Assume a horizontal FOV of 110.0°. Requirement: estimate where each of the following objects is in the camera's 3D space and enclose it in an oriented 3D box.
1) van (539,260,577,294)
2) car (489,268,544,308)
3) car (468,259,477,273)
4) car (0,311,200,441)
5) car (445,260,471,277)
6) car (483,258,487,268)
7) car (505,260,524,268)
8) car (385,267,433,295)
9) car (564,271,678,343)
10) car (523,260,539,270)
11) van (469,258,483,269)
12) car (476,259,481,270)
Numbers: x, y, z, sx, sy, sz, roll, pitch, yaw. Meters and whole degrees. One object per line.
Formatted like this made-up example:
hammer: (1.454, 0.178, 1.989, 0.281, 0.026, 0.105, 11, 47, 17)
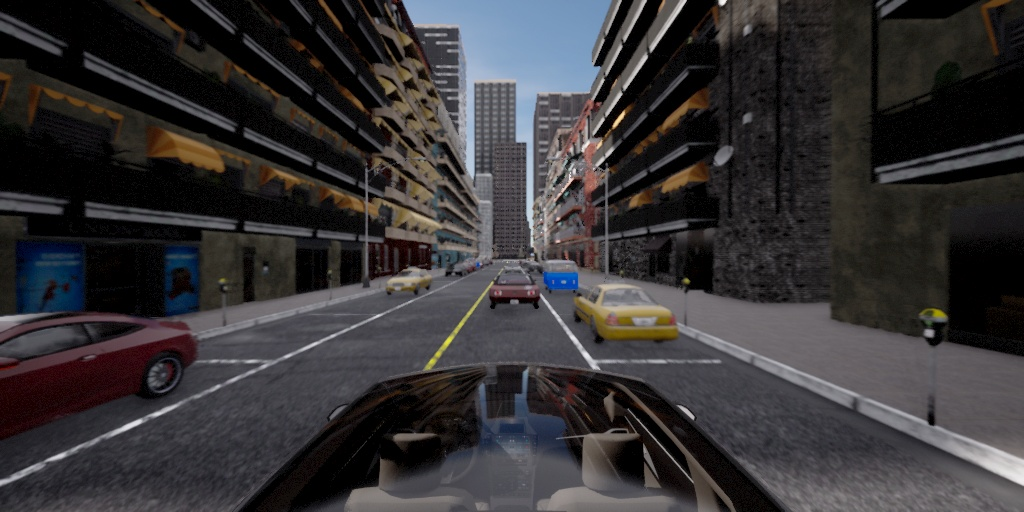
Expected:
van: (2.688, 1.131, 20.459, 1.690, 1.789, 3.998, 0, 0, 0)
car: (0.099, 1.380, 15.257, 1.895, 1.301, 4.718, 0, 0, 0)
car: (-5.694, 1.387, 42.565, 1.888, 1.381, 4.507, 0, 0, 0)
car: (-5.692, 1.336, 3.901, 1.802, 1.307, 4.207, 0, 0, 0)
car: (-5.694, 1.394, 37.041, 1.948, 1.339, 4.313, 0, 0, 0)
car: (-5.696, 1.323, 59.135, 1.967, 1.591, 4.097, 0, 0, 0)
car: (0.099, 1.442, 42.360, 1.895, 1.301, 4.718, 0, 0, 0)
car: (-5.693, 1.316, 20.301, 1.751, 1.417, 4.829, 0, 0, 0)
car: (2.688, 1.292, 9.582, 1.751, 1.417, 4.829, 0, 0, 0)
car: (2.687, 1.392, 42.552, 2.007, 1.370, 4.403, 0, 0, 0)
van: (-5.695, 1.210, 53.612, 1.690, 1.789, 3.998, 0, 0, 0)
car: (-5.695, 1.400, 48.088, 1.888, 1.381, 4.507, 0, 0, 0)
